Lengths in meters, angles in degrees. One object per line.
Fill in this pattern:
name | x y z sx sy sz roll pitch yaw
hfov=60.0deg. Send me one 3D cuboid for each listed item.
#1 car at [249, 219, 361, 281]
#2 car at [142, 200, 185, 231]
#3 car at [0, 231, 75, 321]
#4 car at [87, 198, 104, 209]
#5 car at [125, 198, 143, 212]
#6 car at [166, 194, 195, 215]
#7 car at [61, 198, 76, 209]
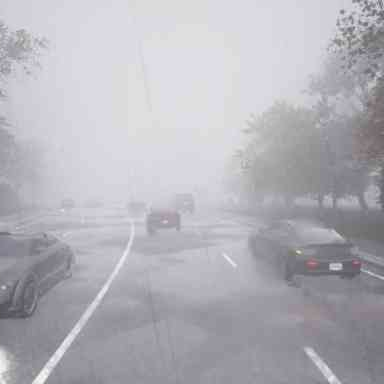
car | 3.052 1.512 9.775 1.812 1.442 4.674 0 0 -5
car | -1.874 1.467 20.511 1.882 1.535 5.008 0 0 -10
car | -3.977 1.568 7.150 1.994 1.385 4.181 0 0 -5
car | -13.625 1.530 46.532 2.033 1.411 5.357 0 0 -23
car | -6.498 1.462 38.304 1.882 1.535 5.008 0 0 -19
car | -1.308 1.204 33.584 2.150 2.045 5.566 0 0 -16
car | -16.638 1.531 44.678 2.033 1.411 5.357 0 0 -23
